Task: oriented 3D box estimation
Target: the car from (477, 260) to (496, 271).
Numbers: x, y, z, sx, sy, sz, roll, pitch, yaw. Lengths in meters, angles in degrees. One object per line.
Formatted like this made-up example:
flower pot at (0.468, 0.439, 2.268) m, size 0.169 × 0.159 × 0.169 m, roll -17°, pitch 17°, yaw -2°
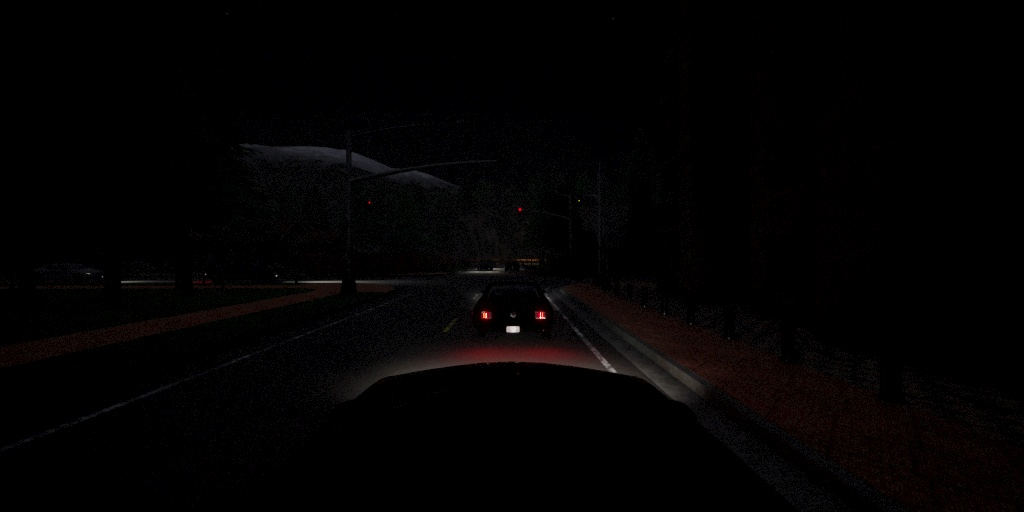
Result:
car at (-3.691, 1.228, 49.830) m, size 1.882 × 1.535 × 5.008 m, roll 0°, pitch 0°, yaw 0°

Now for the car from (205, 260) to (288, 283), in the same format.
car at (-20.241, 1.227, 27.022) m, size 4.902 × 1.511 × 2.128 m, roll 0°, pitch 0°, yaw -1°

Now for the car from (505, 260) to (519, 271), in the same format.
car at (0.007, 1.241, 47.788) m, size 2.128 × 1.511 × 4.902 m, roll 0°, pitch 0°, yaw 0°

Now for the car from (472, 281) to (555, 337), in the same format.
car at (0.042, 1.351, 10.230) m, size 1.895 × 1.301 × 4.718 m, roll 0°, pitch 0°, yaw 0°

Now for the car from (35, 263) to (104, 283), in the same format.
car at (-32.830, 1.262, 26.712) m, size 4.674 × 1.442 × 1.812 m, roll 0°, pitch 0°, yaw -1°
